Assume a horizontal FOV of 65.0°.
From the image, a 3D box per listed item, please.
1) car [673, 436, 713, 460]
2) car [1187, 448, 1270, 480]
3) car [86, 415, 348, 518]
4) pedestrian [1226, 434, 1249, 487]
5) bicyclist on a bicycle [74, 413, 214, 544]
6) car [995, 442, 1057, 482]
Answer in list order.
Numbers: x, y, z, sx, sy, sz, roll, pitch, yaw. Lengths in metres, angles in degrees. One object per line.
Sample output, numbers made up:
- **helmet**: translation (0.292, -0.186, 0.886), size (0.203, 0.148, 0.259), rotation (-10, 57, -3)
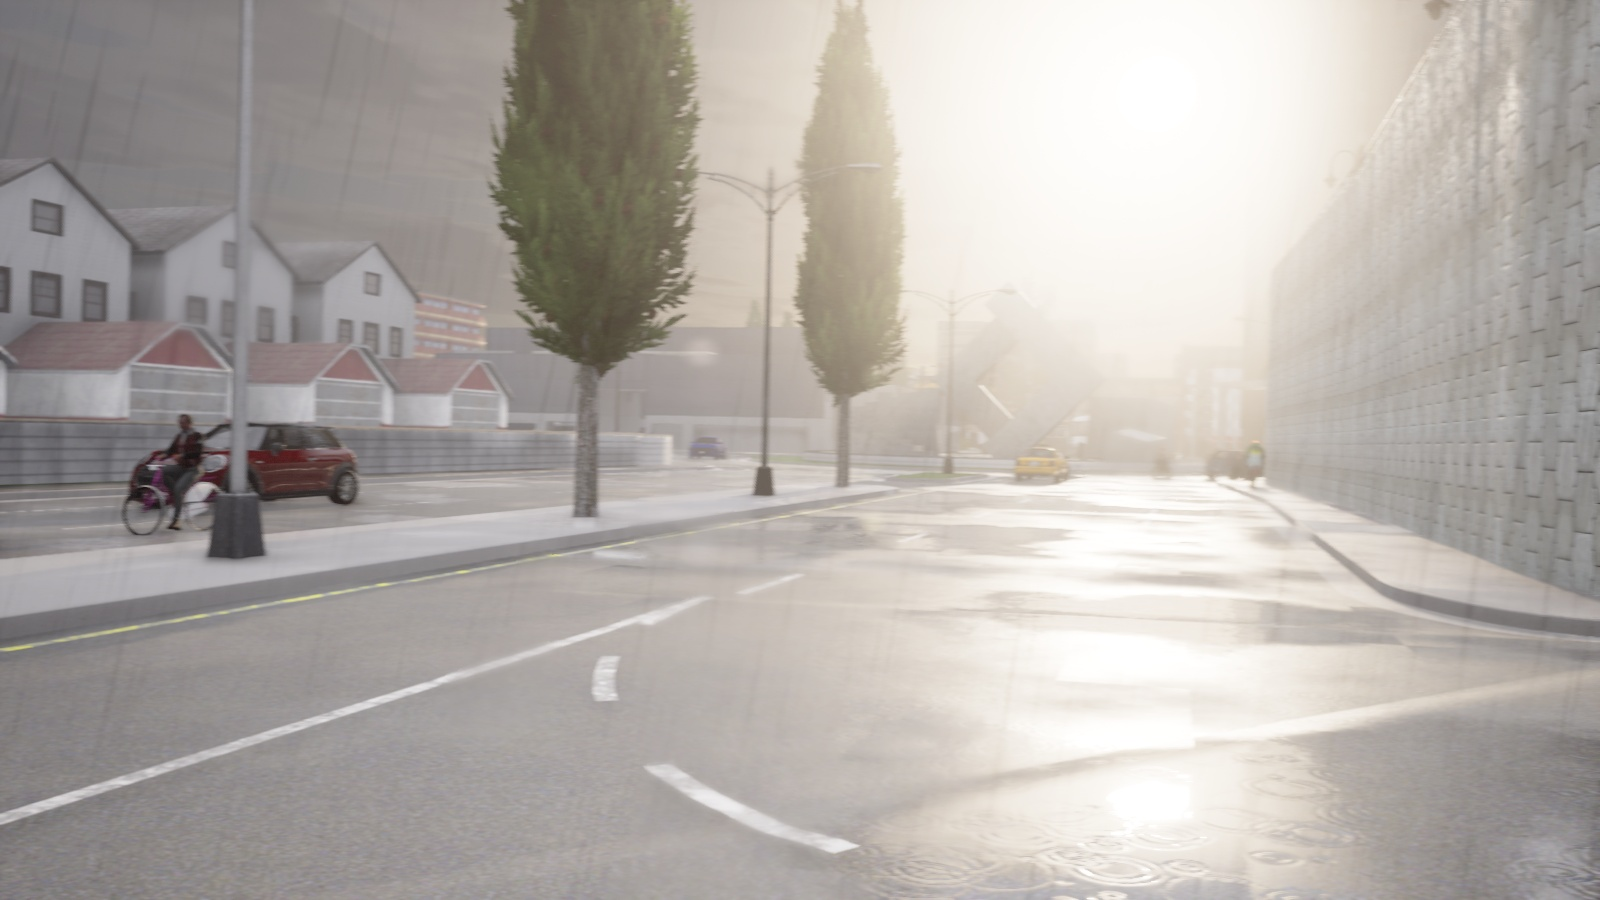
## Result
- **car**: translation (-7.025, -0.143, 82.738), size (1.882, 1.535, 5.008), rotation (1, 1, 4)
- **car**: translation (20.747, 0.679, 60.782), size (3.633, 1.501, 1.845), rotation (1, 1, -29)
- **car**: translation (-11.131, 0.271, 24.381), size (2.097, 1.767, 4.553), rotation (1, 1, 17)
- **pedestrian**: translation (16.144, 0.381, 46.351), size (0.659, 1.952, 0.873), rotation (1, 1, 14)
- **bicyclist on a bicycle**: translation (-9.383, 0.385, 18.040), size (0.659, 1.776, 1.843), rotation (1, 0, 17)
- **car**: translation (9.622, 0.462, 53.080), size (1.801, 1.575, 5.366), rotation (1, 1, 18)
